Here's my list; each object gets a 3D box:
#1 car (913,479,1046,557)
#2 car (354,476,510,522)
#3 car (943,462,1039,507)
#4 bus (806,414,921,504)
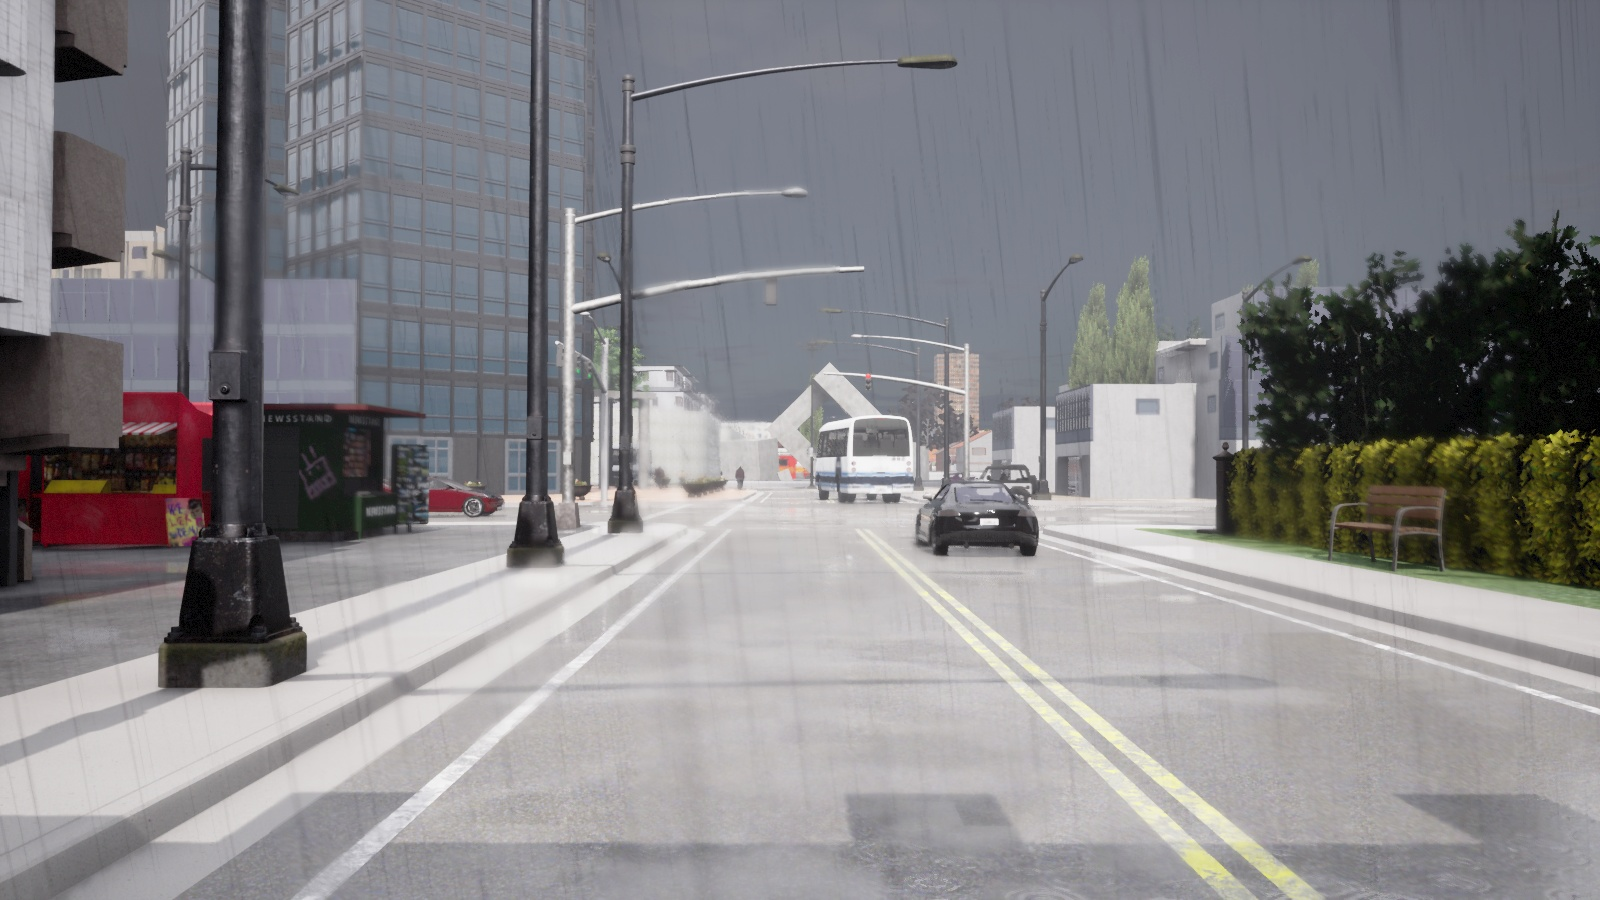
[{"bbox_3d":[3.437,1.280,24.800,1.994,1.385,4.181,0,-1,0],"label":"car"},{"bbox_3d":[-12.781,1.706,43.870,4.792,1.488,2.163,-1,-1,-1],"label":"car"},{"bbox_3d":[8.284,1.493,54.595,3.866,1.878,1.905,0,-1,-1],"label":"car"},{"bbox_3d":[3.056,0.513,64.894,3.944,4.253,10.273,0,-1,-9],"label":"bus"}]
